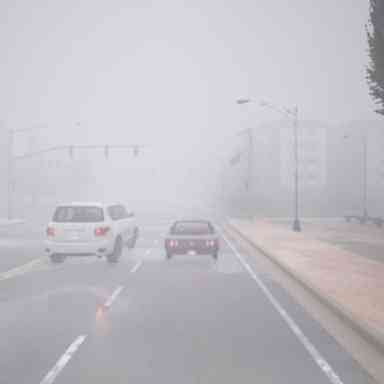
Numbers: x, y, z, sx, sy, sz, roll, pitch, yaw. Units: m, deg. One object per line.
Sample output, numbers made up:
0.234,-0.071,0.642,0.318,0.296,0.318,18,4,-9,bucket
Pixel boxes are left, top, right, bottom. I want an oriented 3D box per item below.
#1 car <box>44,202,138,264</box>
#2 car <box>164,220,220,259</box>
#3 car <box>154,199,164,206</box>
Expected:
-3.496,1.363,12.543,2.150,2.045,5.566,0,0,0,car
0.011,1.746,13.234,1.895,1.301,4.718,0,-1,0,car
-7.015,2.246,70.668,1.882,1.535,5.008,0,-1,0,car
